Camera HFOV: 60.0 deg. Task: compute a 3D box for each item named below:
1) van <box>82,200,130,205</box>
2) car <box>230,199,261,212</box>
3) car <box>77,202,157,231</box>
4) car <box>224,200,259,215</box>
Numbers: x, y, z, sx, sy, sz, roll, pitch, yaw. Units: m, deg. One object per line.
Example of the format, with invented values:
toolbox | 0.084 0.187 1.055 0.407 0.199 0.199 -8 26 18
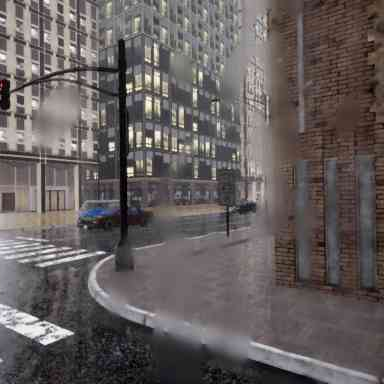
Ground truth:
van | -6.070 1.460 23.512 1.690 1.788 3.998 -2 -1 36
car | 6.752 1.689 41.430 1.752 1.417 4.829 -2 -1 36
car | -4.551 1.614 21.177 2.033 1.411 5.357 -1 -1 36
car | 5.159 1.591 34.742 2.128 1.511 4.902 -1 -1 36
